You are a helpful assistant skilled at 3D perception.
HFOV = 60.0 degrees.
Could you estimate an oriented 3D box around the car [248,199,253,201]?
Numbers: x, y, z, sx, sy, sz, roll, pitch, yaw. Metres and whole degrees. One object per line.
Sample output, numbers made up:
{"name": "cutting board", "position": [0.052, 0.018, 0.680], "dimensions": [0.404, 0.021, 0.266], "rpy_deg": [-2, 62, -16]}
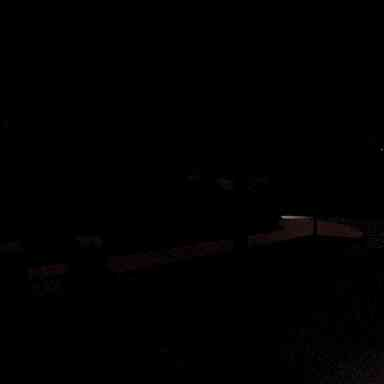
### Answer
{"name": "car", "position": [4.895, 1.348, 29.594], "dimensions": [4.892, 1.490, 1.837], "rpy_deg": [0, 0, 42]}
